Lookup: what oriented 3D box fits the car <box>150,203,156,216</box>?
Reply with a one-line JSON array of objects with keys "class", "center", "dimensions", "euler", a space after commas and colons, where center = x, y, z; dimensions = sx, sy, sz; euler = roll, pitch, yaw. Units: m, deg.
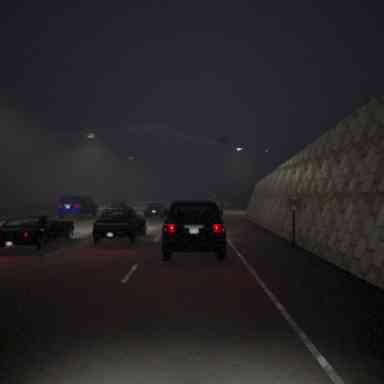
[{"class": "car", "center": [-3.424, 1.734, 31.912], "dimensions": [1.994, 1.385, 4.181], "euler": [0, 0, 0]}]

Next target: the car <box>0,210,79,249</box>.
[{"class": "car", "center": [-6.923, 1.680, 14.878], "dimensions": [1.895, 1.301, 4.718], "euler": [0, 0, 0]}]

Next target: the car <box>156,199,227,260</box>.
[{"class": "car", "center": [0.069, 1.293, 12.936], "dimensions": [2.150, 2.045, 5.566], "euler": [0, 0, 0]}]

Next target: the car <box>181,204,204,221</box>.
[{"class": "car", "center": [0.072, 1.761, 29.894], "dimensions": [1.895, 1.301, 4.718], "euler": [0, 0, 0]}]

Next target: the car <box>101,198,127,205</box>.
[{"class": "car", "center": [-6.925, 1.660, 31.529], "dimensions": [2.128, 1.511, 4.902], "euler": [0, 0, 0]}]

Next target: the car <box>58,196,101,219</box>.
[{"class": "car", "center": [-10.423, 1.383, 30.595], "dimensions": [2.150, 2.045, 5.566], "euler": [0, 0, 0]}]

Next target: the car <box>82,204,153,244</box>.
[{"class": "car", "center": [-3.421, 1.579, 16.330], "dimensions": [2.128, 1.511, 4.902], "euler": [0, 0, 0]}]
